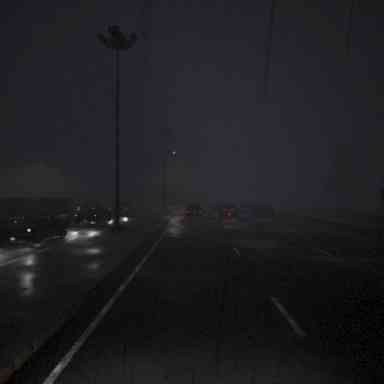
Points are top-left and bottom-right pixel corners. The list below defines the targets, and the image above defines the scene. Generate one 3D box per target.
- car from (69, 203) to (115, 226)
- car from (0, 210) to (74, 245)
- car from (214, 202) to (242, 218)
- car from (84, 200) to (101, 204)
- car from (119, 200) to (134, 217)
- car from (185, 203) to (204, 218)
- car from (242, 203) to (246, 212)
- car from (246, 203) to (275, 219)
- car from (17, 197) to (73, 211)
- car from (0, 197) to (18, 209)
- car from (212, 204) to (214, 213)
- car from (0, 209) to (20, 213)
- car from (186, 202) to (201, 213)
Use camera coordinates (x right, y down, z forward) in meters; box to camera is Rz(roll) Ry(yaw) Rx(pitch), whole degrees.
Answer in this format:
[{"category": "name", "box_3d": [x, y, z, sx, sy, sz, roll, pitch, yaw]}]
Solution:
[{"category": "car", "box_3d": [-7.843, 1.845, 26.724, 1.895, 1.301, 4.718, 0, -1, 0]}, {"category": "car", "box_3d": [-7.974, 1.811, 17.019, 1.895, 1.301, 4.718, 0, -1, 1]}, {"category": "car", "box_3d": [3.723, 1.946, 35.101, 1.837, 1.490, 4.892, 0, -1, 0]}, {"category": "car", "box_3d": [-11.286, 1.813, 37.423, 2.097, 1.767, 4.553, 0, -1, 1]}, {"category": "car", "box_3d": [-7.796, 1.809, 36.911, 2.097, 1.767, 4.553, 0, -1, 1]}, {"category": "car", "box_3d": [0.218, 1.984, 34.868, 2.033, 1.411, 5.357, 0, -1, 1]}, {"category": "car", "box_3d": [7.263, 2.134, 45.302, 1.994, 1.385, 4.181, 0, -1, 1]}, {"category": "car", "box_3d": [7.213, 1.914, 34.519, 1.882, 1.535, 5.008, 0, -1, 1]}, {"category": "car", "box_3d": [-11.343, 1.464, 26.750, 2.150, 2.045, 5.566, 0, -1, 0]}, {"category": "car", "box_3d": [-14.843, 1.462, 26.771, 2.150, 2.045, 5.566, 0, -1, 0]}, {"category": "car", "box_3d": [3.771, 2.065, 45.660, 2.128, 1.511, 4.902, 0, -1, 0]}, {"category": "car", "box_3d": [-11.465, 1.817, 17.656, 1.895, 1.301, 4.718, 0, -1, 1]}, {"category": "car", "box_3d": [0.268, 2.135, 45.622, 1.994, 1.385, 4.181, 0, -1, 1]}]
